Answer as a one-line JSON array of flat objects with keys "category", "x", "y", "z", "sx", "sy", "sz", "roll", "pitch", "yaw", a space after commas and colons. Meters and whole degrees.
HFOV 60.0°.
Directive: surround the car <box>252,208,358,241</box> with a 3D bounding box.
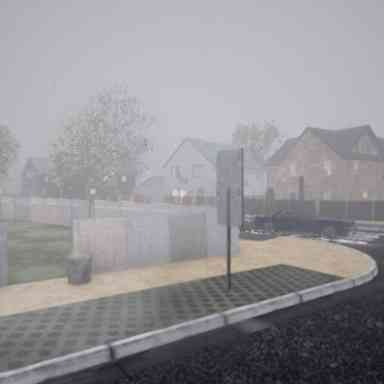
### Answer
[{"category": "car", "x": 5.494, "y": 1.504, "z": 16.441, "sx": 4.718, "sy": 1.301, "sz": 1.895, "roll": 1, "pitch": 1, "yaw": 39}]
